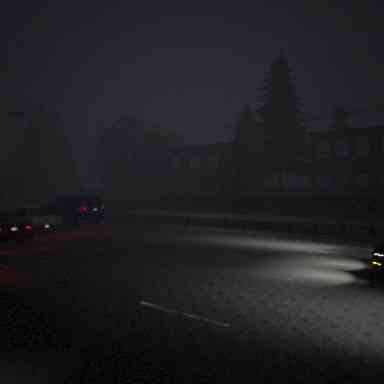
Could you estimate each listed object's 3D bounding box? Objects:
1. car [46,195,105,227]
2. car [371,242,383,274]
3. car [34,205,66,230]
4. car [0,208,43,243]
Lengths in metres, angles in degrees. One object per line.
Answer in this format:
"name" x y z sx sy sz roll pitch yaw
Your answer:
"car" -8.384 1.211 22.878 5.566 2.045 2.150 0 0 36
"car" 6.906 1.505 7.664 4.892 1.490 1.837 0 0 36
"car" -9.772 1.591 19.567 4.718 1.301 1.895 0 0 36
"car" -9.212 1.539 14.868 5.357 1.411 2.033 0 0 36
